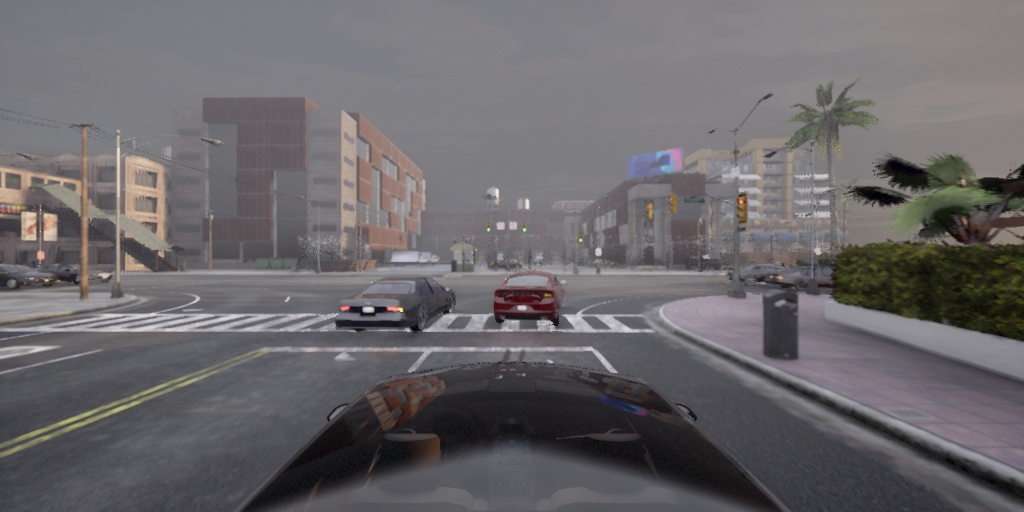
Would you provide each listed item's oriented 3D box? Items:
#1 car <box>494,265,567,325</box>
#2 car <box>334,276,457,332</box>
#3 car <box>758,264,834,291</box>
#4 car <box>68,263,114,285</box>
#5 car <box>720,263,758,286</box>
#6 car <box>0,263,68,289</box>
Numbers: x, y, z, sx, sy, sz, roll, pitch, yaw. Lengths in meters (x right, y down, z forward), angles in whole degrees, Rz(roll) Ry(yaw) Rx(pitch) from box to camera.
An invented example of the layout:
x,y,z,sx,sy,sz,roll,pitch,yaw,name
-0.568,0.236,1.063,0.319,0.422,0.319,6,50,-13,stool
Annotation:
x,y,z,sx,sy,sz,roll,pitch,yaw,name
0.759,1.240,12.116,1.882,1.535,5.008,0,0,11,car
-3.153,1.309,10.908,2.033,1.411,5.357,0,0,5,car
18.287,1.320,21.370,5.357,1.411,2.033,0,0,11,car
-31.928,1.272,26.066,4.902,1.511,2.128,0,0,2,car
17.677,1.268,24.875,4.902,1.511,2.128,0,0,11,car
-31.655,1.280,22.552,4.892,1.490,1.837,0,0,1,car
